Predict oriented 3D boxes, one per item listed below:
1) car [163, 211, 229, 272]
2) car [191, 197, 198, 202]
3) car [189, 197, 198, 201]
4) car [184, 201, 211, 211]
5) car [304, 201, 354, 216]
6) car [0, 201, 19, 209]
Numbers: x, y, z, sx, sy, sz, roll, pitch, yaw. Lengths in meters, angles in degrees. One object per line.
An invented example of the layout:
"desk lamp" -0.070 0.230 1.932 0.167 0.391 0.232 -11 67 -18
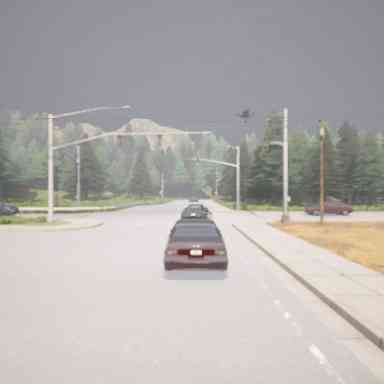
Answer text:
"car" 0.103 1.577 10.920 2.033 1.411 5.357 0 0 0
"car" 0.664 1.849 86.525 1.895 1.301 4.718 0 0 2
"car" 0.270 1.763 76.061 2.033 1.411 5.357 0 0 2
"car" 0.441 1.649 26.654 1.994 1.385 4.181 0 0 10
"car" 13.620 1.650 33.202 4.674 1.442 1.812 0 0 1
"car" -18.049 1.466 30.083 4.553 1.767 2.097 0 0 1
